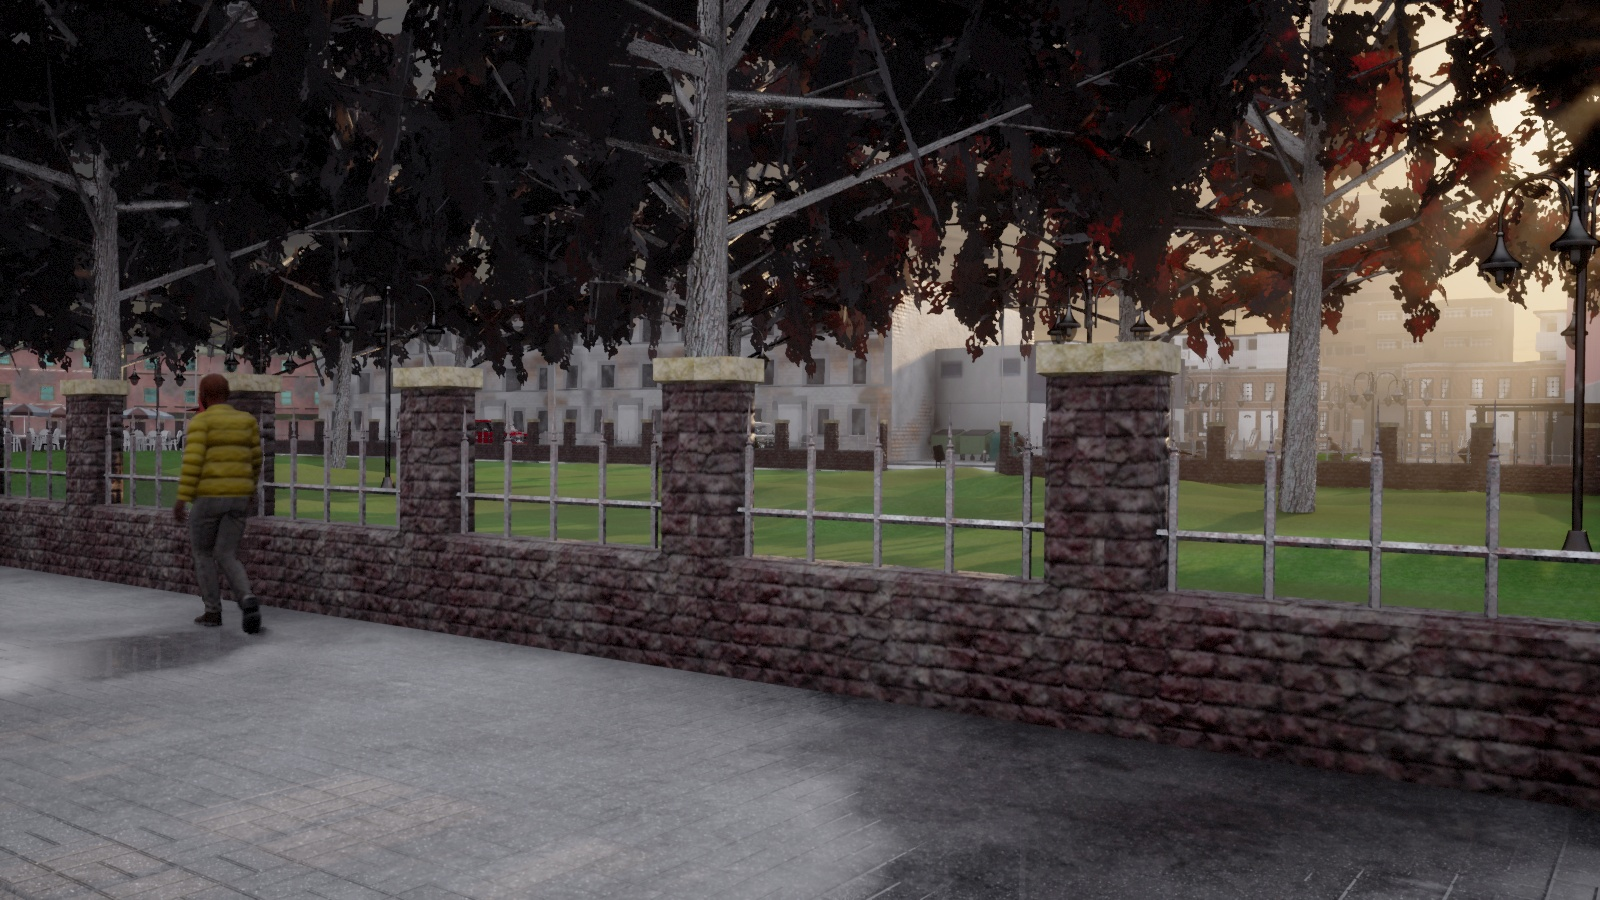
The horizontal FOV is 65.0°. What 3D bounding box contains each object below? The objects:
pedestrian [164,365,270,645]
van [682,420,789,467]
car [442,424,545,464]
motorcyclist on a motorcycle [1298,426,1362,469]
[{"bbox_3d":[-4.005,0.360,8.622,0.726,1.835,0.370,0,1,41],"label":"pedestrian"},{"bbox_3d":[-2.949,-0.297,57.027,4.480,2.038,2.069,0,1,35],"label":"van"},{"bbox_3d":[-16.248,-0.310,66.461,5.566,2.045,2.150,0,1,35],"label":"car"},{"bbox_3d":[19.414,-0.091,46.033,2.044,1.523,0.797,0,1,35],"label":"motorcyclist on a motorcycle"}]
